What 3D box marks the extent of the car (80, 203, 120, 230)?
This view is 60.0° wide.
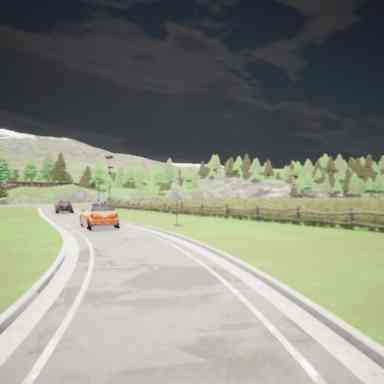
[{"bbox_3d":[-6.612,1.619,23.512,2.097,1.767,4.553,0,-1,-26],"label":"car"}]

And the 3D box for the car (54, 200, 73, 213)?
[{"bbox_3d":[-17.325,1.892,44.838,2.097,1.767,4.553,0,-1,-25],"label":"car"}]
